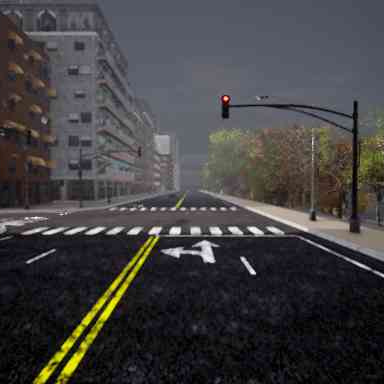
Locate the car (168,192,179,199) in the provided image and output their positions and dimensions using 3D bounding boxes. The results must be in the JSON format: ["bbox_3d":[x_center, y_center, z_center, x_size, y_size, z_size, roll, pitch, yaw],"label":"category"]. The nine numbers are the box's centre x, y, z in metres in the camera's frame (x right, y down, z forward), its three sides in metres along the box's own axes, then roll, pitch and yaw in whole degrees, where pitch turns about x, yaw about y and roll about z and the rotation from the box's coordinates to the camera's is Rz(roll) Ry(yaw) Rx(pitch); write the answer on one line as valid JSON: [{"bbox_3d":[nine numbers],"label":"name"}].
[{"bbox_3d":[-3.443,0.661,62.360,1.994,1.385,4.181,0,1,0],"label":"car"}]
